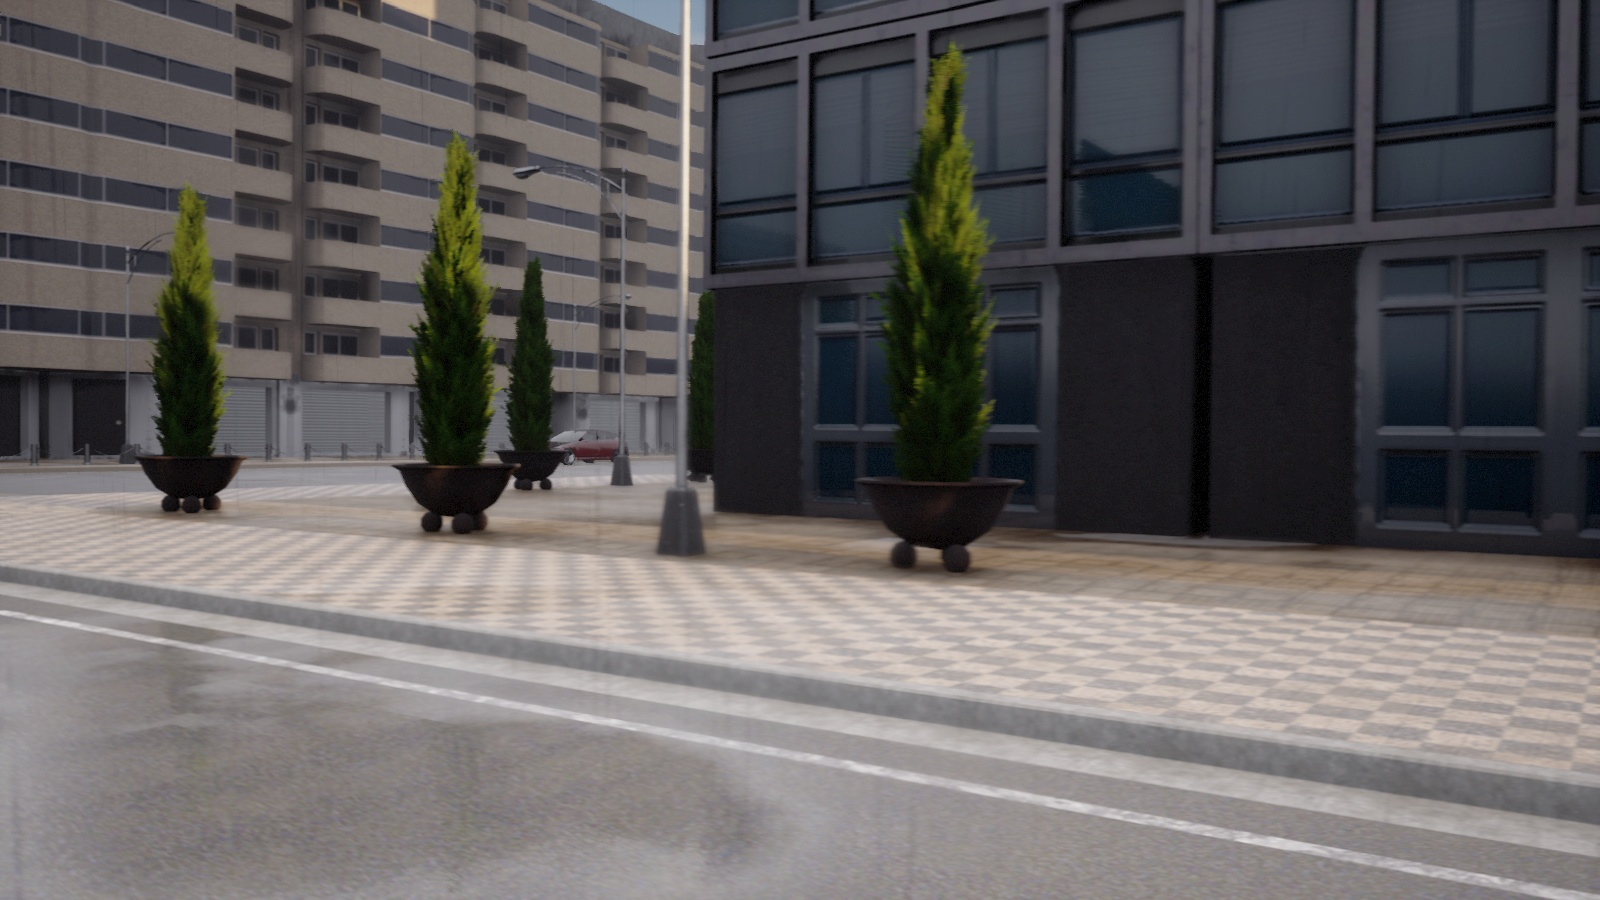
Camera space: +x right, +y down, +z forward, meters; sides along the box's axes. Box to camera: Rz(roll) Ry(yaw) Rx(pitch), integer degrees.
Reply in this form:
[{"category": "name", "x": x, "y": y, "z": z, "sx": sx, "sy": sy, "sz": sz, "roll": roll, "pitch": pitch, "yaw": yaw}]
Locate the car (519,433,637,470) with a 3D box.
[{"category": "car", "x": -9.320, "y": 0.035, "z": 53.163, "sx": 2.163, "sy": 1.488, "sz": 4.792, "roll": 0, "pitch": 1, "yaw": 34}]
